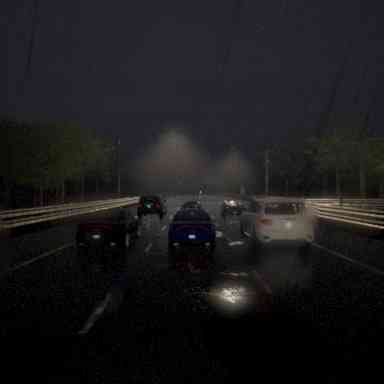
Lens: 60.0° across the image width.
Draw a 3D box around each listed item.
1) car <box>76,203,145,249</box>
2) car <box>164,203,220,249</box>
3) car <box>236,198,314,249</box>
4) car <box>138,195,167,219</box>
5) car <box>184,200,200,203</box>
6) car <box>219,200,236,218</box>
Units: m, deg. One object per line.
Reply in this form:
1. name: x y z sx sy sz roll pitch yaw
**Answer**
1. car: -3.500 1.485 14.650 1.882 1.535 5.008 0 0 0
2. car: 0.000 1.485 14.650 1.882 1.535 5.008 0 0 0
3. car: 3.499 1.258 14.681 2.150 2.045 5.566 0 0 0
4. car: -3.501 1.253 29.680 2.150 2.045 5.566 0 0 0
5. car: 0.000 1.512 29.650 1.837 1.490 4.892 0 0 0
6. car: 3.500 1.491 29.650 2.128 1.511 4.902 0 0 0
